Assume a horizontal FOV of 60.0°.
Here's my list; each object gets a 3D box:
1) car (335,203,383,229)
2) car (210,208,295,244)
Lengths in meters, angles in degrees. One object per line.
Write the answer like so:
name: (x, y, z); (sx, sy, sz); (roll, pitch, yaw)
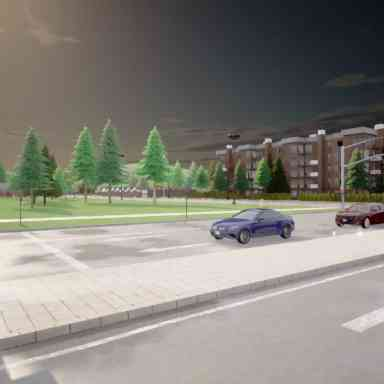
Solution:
car: (11.445, 1.478, 21.925); (5.008, 1.535, 1.882); (0, 0, -35)
car: (3.004, 1.526, 15.935); (4.674, 1.442, 1.812); (0, 0, -36)
